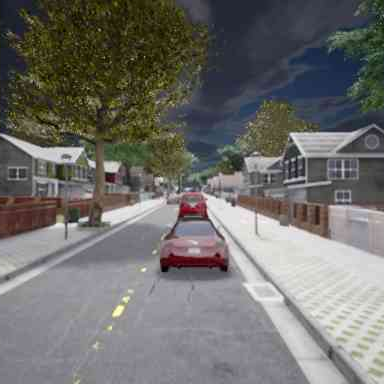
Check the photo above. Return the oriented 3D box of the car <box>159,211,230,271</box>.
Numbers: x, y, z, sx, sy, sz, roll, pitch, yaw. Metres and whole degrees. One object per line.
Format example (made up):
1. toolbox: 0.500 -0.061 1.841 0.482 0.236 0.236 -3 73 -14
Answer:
1. car: 0.069 1.511 10.732 1.994 1.385 4.181 0 0 0

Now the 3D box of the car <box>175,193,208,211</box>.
1. car: 0.090 1.059 26.635 2.150 2.045 5.566 0 1 0

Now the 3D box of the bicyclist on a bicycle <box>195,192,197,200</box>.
1. bicyclist on a bicycle: 0.829 0.806 69.674 0.582 1.620 1.656 0 0 0

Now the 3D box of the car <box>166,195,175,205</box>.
1. car: -2.780 1.116 49.477 1.812 1.442 4.674 0 1 0
